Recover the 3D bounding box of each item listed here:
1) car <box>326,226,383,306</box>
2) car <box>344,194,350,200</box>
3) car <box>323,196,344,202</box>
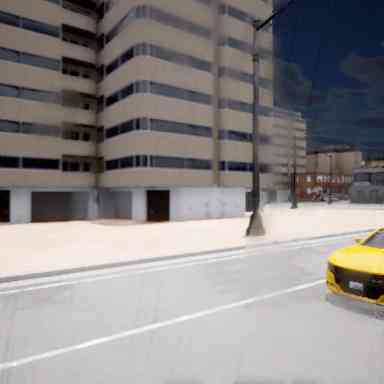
[{"bbox_3d":[5.087,1.471,7.609,5.008,1.535,1.882,0,0,-35],"label":"car"},{"bbox_3d":[40.736,1.353,84.013,2.152,1.636,5.027,0,0,-37],"label":"car"},{"bbox_3d":[33.611,1.730,80.018,1.970,1.475,3.806,0,-1,-37],"label":"car"}]
